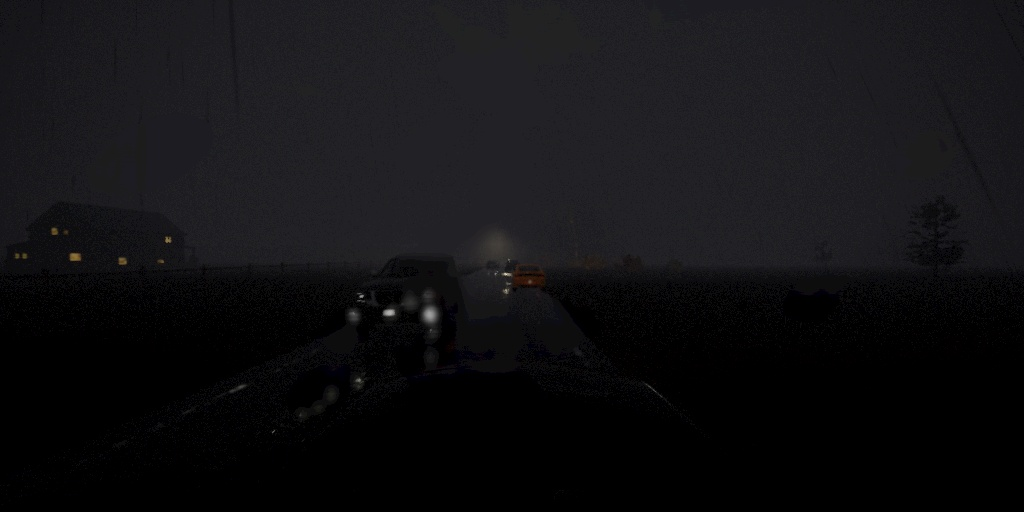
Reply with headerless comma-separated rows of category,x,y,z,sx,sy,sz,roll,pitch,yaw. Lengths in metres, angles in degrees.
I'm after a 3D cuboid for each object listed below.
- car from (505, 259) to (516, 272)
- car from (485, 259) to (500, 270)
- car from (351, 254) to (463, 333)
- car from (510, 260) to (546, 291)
car,0.070,1.241,46.324,2.128,1.511,4.902,0,0,0
car,-2.809,1.241,52.678,2.128,1.511,4.902,0,0,0
car,-2.848,0.967,11.097,2.150,2.045,5.566,0,0,0
car,0.966,1.225,21.643,1.882,1.535,5.008,0,0,0
